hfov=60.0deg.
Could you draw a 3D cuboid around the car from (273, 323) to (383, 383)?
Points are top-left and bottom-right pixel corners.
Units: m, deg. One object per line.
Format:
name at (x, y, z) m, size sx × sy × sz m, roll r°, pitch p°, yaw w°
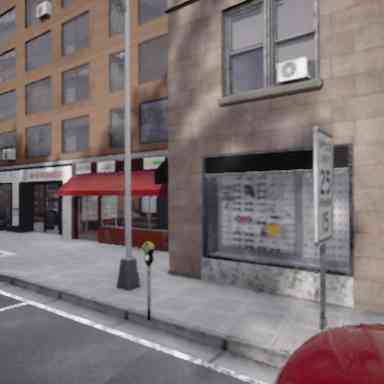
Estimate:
car at (2.631, 1.308, 0.973) m, size 5.009 × 1.841 × 2.192 m, roll 0°, pitch 0°, yaw 36°
